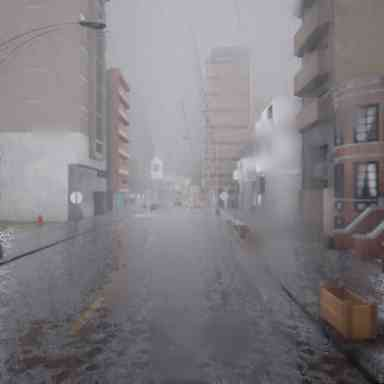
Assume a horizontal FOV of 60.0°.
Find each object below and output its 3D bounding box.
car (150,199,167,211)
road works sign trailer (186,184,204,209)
[{"bbox_3d":[-4.202,1.667,42.784,1.837,1.490,4.892,1,0,-2],"label":"car"},{"bbox_3d":[0.123,0.652,49.475,2.380,3.560,2.880,0,0,-37],"label":"road works sign trailer"}]
